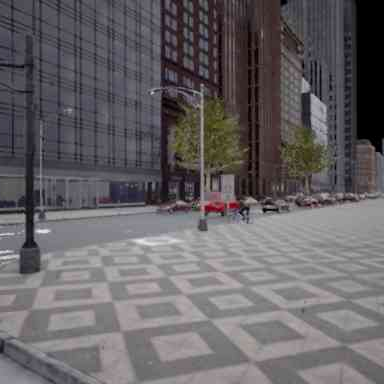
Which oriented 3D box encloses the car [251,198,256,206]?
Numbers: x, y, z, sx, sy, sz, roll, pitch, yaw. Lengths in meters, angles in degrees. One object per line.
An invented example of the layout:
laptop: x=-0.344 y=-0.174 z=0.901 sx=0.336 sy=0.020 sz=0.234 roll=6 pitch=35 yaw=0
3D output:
car: x=7.702 y=1.366 z=47.150 sx=1.752 sy=1.417 sz=4.829 roll=0 pitch=0 yaw=35

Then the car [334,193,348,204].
car: x=24.419 y=1.080 z=56.366 sx=2.192 sy=1.841 sz=5.009 roll=0 pitch=0 yaw=35

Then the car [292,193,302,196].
car: x=16.978 y=1.320 z=50.120 sx=1.812 sy=1.442 sz=4.674 roll=0 pitch=0 yaw=35

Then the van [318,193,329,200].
van: x=33.423 y=1.121 z=84.423 sx=1.690 sy=1.788 sz=3.998 roll=0 pitch=0 yaw=35

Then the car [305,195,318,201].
car: x=27.018 y=1.364 z=75.138 sx=1.802 sy=1.307 sz=4.206 roll=0 pitch=0 yaw=35

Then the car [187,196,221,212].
car: x=1.391 y=1.308 z=38.007 sx=1.967 sy=1.590 sz=4.097 roll=0 pitch=0 yaw=35

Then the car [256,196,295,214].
car: x=8.406 y=1.389 z=33.161 sx=1.947 sy=1.339 sz=4.313 roll=0 pitch=0 yaw=35

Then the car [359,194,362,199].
car: x=34.125 y=1.263 z=70.428 sx=1.752 sy=1.417 sz=4.829 roll=0 pitch=0 yaw=35

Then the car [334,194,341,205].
car: x=21.217 y=1.340 z=51.724 sx=1.947 sy=1.339 sz=4.313 roll=0 pitch=0 yaw=35

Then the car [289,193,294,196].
car: x=17.408 y=1.354 z=61.215 sx=1.887 sy=1.381 sz=4.507 roll=0 pitch=0 yaw=35

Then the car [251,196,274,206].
car: x=11.002 y=1.395 z=51.932 sx=1.947 sy=1.339 sz=4.313 roll=0 pitch=0 yaw=35

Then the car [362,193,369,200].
car: x=40.433 y=1.318 z=79.569 sx=1.802 sy=1.307 sz=4.206 roll=0 pitch=0 yaw=35

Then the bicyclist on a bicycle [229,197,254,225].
bicyclist on a bicycle: x=2.958 y=1.151 z=20.052 sx=1.656 sy=1.620 sz=0.582 roll=-1 pitch=0 yaw=35

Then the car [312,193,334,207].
car: x=18.013 y=1.100 z=47.085 sx=2.192 sy=1.841 sz=5.009 roll=0 pitch=0 yaw=35

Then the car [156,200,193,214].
car: x=-1.811 y=1.466 z=33.366 sx=1.802 sy=1.307 sz=4.206 roll=0 pitch=0 yaw=35

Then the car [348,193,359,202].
car: x=30.825 y=1.060 z=65.648 sx=2.192 sy=1.841 sz=5.009 roll=0 pitch=0 yaw=35

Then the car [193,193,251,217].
car: x=2.809 y=1.076 z=29.608 sx=2.150 sy=2.045 sz=5.566 roll=0 pitch=0 yaw=35

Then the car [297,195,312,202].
car: x=23.816 y=1.356 z=70.498 sx=1.947 sy=1.339 sz=4.313 roll=0 pitch=0 yaw=35

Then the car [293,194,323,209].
car: x=14.811 y=1.341 z=42.443 sx=1.887 sy=1.381 sz=4.507 roll=0 pitch=0 yaw=35

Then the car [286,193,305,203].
car: x=20.611 y=1.115 z=65.857 sx=2.192 sy=1.841 sz=5.009 roll=0 pitch=0 yaw=35
